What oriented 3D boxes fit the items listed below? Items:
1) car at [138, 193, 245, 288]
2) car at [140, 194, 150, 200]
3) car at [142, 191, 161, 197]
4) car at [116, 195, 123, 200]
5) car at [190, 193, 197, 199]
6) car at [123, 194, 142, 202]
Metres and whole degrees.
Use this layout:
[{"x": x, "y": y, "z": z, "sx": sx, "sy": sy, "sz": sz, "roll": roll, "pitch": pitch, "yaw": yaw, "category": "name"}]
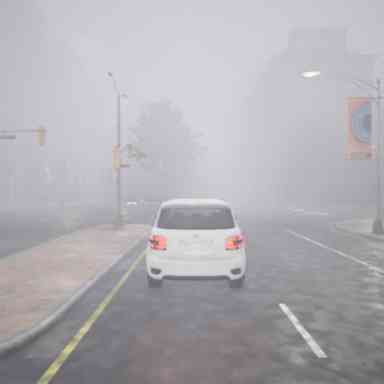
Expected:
[{"x": 0.100, "y": 1.170, "z": 9.222, "sx": 2.150, "sy": 2.045, "sz": 5.566, "roll": 0, "pitch": 0, "yaw": 0, "category": "car"}, {"x": -11.249, "y": 1.155, "z": 80.094, "sx": 1.895, "sy": 1.301, "sz": 4.718, "roll": 0, "pitch": 0, "yaw": 0, "category": "car"}, {"x": -7.817, "y": 0.866, "z": 64.663, "sx": 2.150, "sy": 2.045, "sz": 5.566, "roll": 0, "pitch": 0, "yaw": 1, "category": "car"}, {"x": -14.530, "y": 1.210, "z": 69.932, "sx": 1.895, "sy": 1.301, "sz": 4.718, "roll": 0, "pitch": 0, "yaw": 0, "category": "car"}, {"x": 0.284, "y": 1.000, "z": 90.332, "sx": 1.837, "sy": 1.490, "sz": 4.892, "roll": 0, "pitch": 0, "yaw": 0, "category": "car"}, {"x": -11.317, "y": 1.137, "z": 64.720, "sx": 2.128, "sy": 1.511, "sz": 4.902, "roll": 0, "pitch": 0, "yaw": 1, "category": "car"}]
